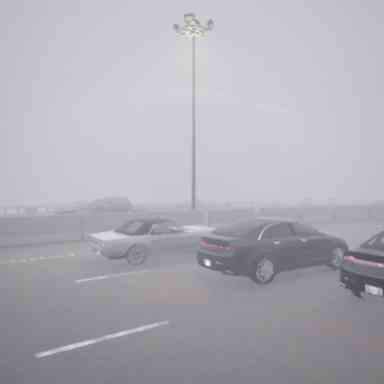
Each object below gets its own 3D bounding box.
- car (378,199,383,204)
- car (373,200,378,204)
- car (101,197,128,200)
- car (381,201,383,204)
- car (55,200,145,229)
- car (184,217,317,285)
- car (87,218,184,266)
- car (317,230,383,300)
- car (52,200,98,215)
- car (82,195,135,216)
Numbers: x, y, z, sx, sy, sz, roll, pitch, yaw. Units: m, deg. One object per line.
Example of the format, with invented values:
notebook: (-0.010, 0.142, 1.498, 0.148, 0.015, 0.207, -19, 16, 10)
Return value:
car: (28.396, 1.343, 45.056, 4.902, 1.511, 2.128, 0, 0, -18)
car: (29.177, 1.439, 49.024, 4.718, 1.301, 1.895, 0, 0, -18)
car: (-7.728, 1.392, 28.036, 4.902, 1.511, 2.128, 0, 0, -31)
car: (13.827, 1.439, 19.873, 4.892, 1.490, 1.837, 0, 0, -27)
car: (-5.553, 1.472, 21.186, 5.357, 1.411, 2.033, 0, 0, -33)
car: (2.423, 1.472, 9.402, 4.892, 1.490, 1.837, 0, 0, -33)
car: (-0.992, 1.560, 11.395, 4.718, 1.301, 1.895, 0, 0, -33)
car: (5.167, 1.468, 6.991, 4.902, 1.511, 2.128, 0, 0, -32)
car: (-7.548, 1.515, 24.038, 4.718, 1.301, 1.895, 0, 0, -33)
car: (-7.989, 1.238, 31.962, 4.553, 1.767, 2.097, 0, 0, -31)
